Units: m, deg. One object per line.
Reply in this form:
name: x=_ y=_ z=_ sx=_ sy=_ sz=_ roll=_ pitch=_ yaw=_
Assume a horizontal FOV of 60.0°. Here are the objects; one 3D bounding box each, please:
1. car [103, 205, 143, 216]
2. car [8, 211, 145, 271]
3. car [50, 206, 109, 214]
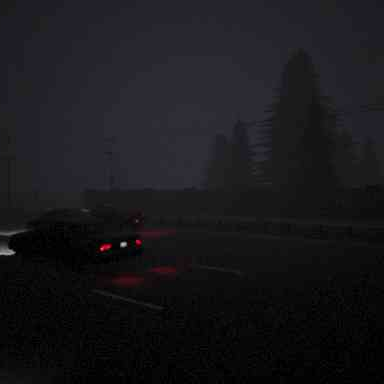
car: x=-5.176 y=1.528 z=20.569 sx=5.008 sy=1.535 sz=1.882 roll=0 pitch=0 yaw=36
car: x=-4.014 y=1.578 z=11.104 sx=5.357 sy=1.411 sz=2.033 roll=0 pitch=0 yaw=36
car: x=-6.761 y=1.575 z=17.390 sx=4.674 sy=1.442 sz=1.812 roll=0 pitch=0 yaw=36
